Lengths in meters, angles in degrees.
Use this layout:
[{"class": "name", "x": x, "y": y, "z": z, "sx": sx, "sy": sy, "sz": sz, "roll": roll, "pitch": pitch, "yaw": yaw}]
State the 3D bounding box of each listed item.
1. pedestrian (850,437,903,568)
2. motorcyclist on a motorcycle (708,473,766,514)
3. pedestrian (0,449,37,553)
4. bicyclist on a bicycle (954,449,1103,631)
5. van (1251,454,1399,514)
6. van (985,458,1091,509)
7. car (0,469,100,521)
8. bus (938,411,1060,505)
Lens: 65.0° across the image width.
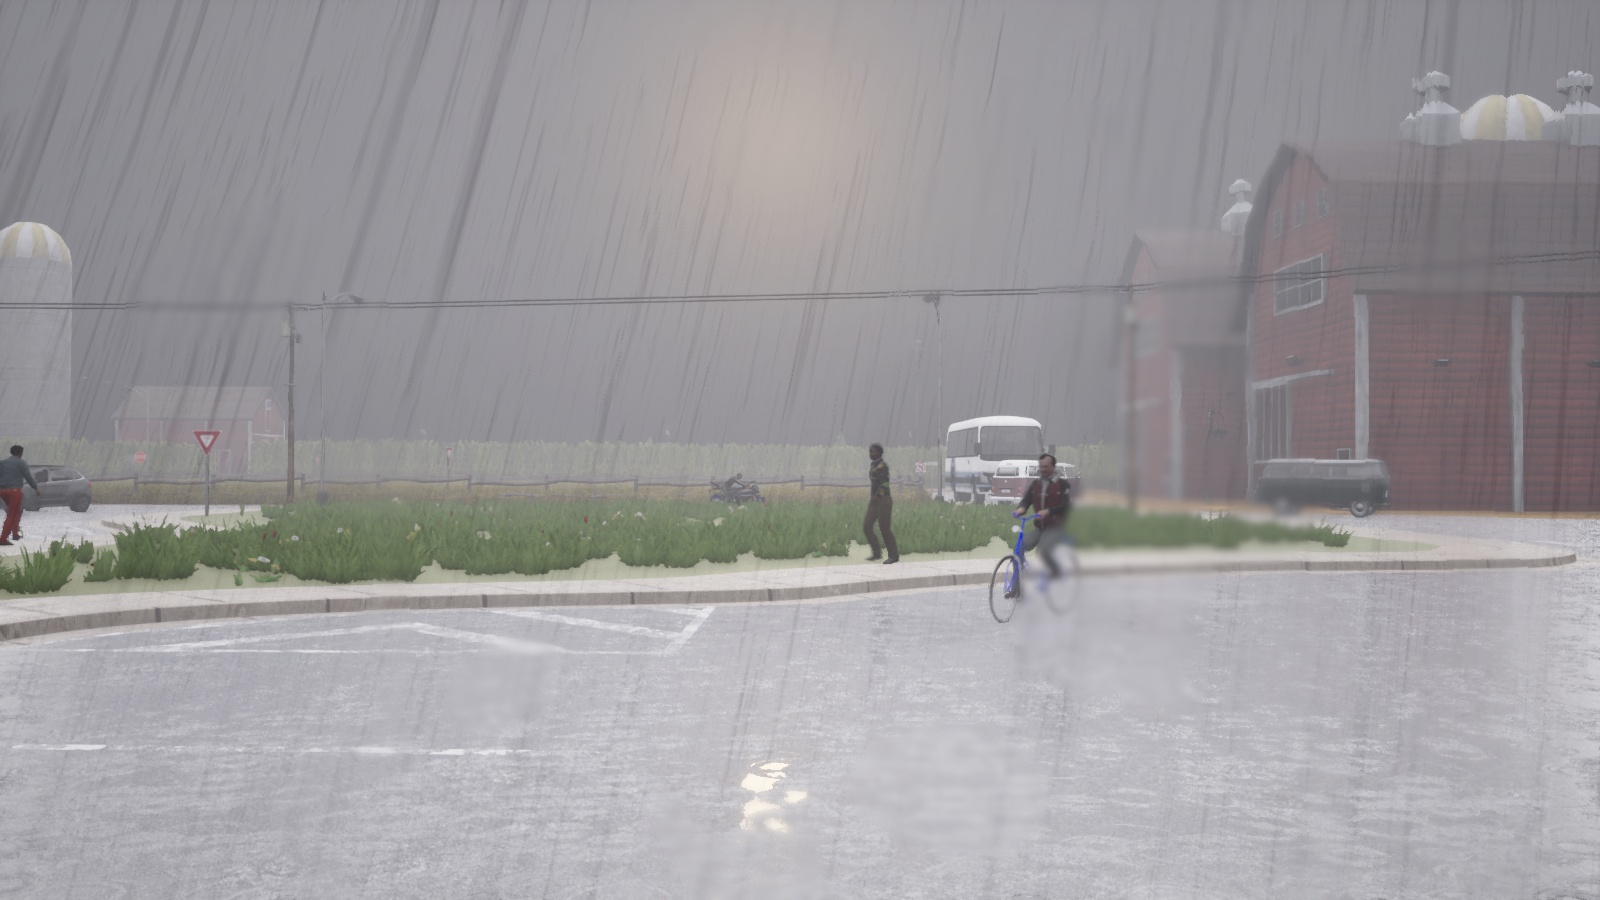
[{"class": "pedestrian", "x": 1.152, "y": 0.782, "z": 18.903, "sx": 0.692, "sy": 1.930, "sz": 0.395, "roll": 0, "pitch": -1, "yaw": -25}, {"class": "motorcyclist on a motorcycle", "x": -2.398, "y": 1.664, "z": 48.068, "sx": 2.191, "sy": 1.530, "sz": 0.866, "roll": 0, "pitch": -1, "yaw": 0}, {"class": "pedestrian", "x": -14.166, "y": 0.906, "z": 22.666, "sx": 0.353, "sy": 1.847, "sz": 0.614, "roll": 0, "pitch": -1, "yaw": 7}, {"class": "bicyclist on a bicycle", "x": 2.434, "y": 0.897, "z": 13.237, "sx": 0.659, "sy": 1.776, "sz": 1.843, "roll": 1, "pitch": 0, "yaw": 41}, {"class": "van", "x": 18.207, "y": 1.167, "z": 43.605, "sx": 4.442, "sy": 1.987, "sz": 1.775, "roll": -1, "pitch": -1, "yaw": 34}, {"class": "van", "x": 9.931, "y": 1.368, "z": 52.320, "sx": 4.480, "sy": 2.038, "sz": 2.069, "roll": 1, "pitch": -2, "yaw": -43}, {"class": "car", "x": -26.457, "y": 1.480, "z": 42.728, "sx": 2.242, "sy": 1.667, "sz": 4.611, "roll": -1, "pitch": -1, "yaw": 9}, {"class": "bus", "x": 9.646, "y": 0.443, "z": 62.323, "sx": 3.944, "sy": 4.253, "sz": 10.273, "roll": 0, "pitch": -1, "yaw": -3}]
